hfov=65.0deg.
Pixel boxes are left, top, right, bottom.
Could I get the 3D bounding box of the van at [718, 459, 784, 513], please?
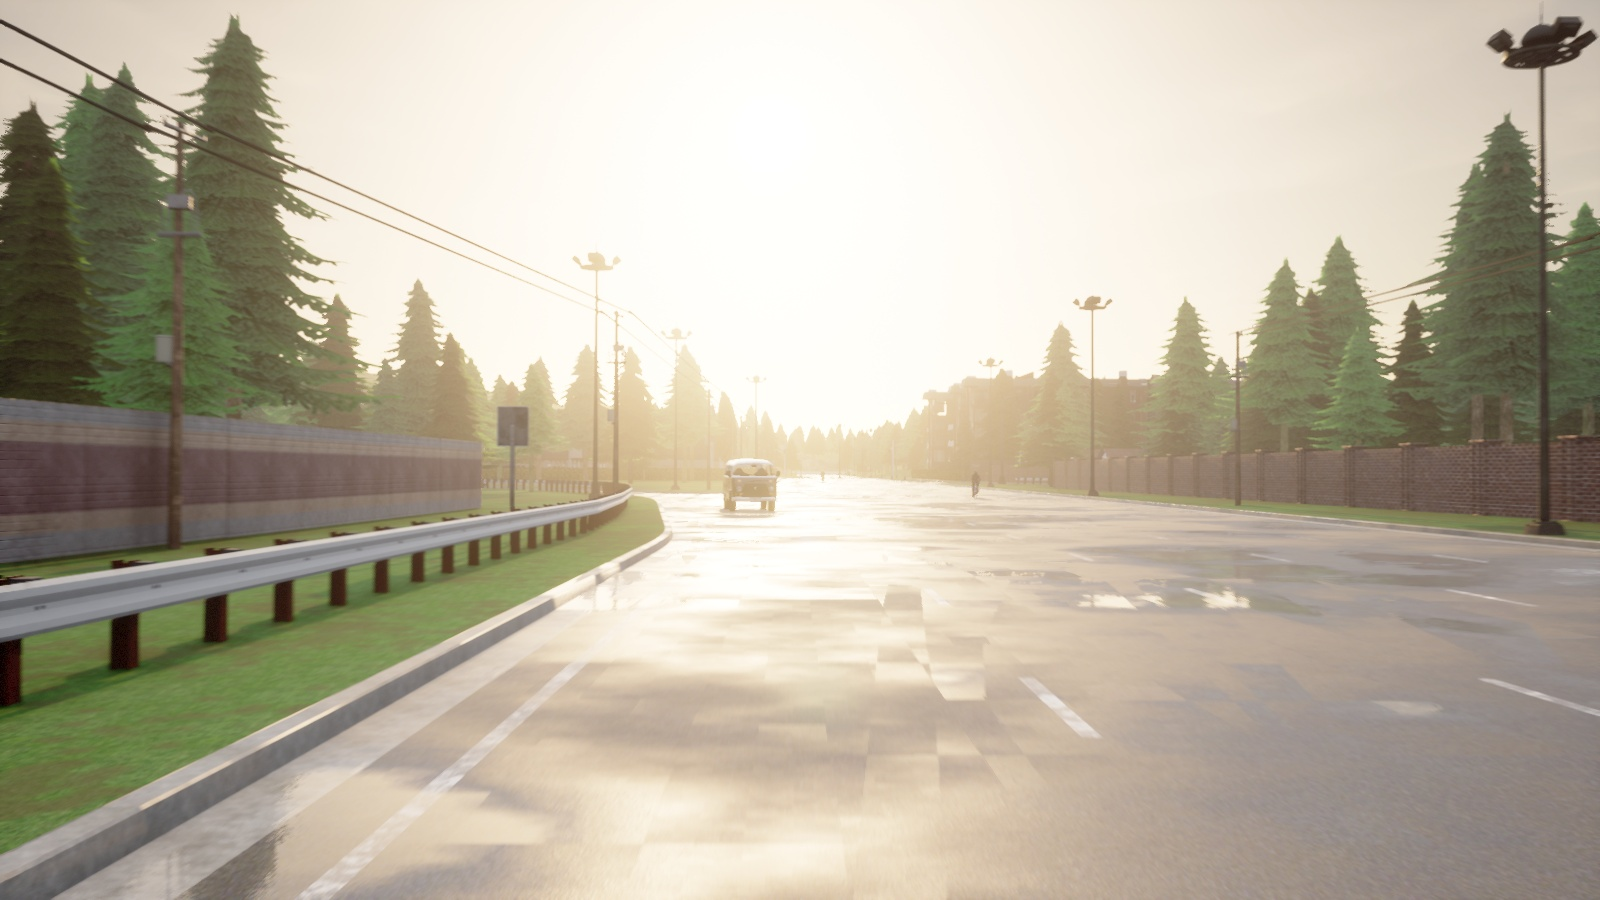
[{"bbox_3d":[-1.987,1.388,49.518,2.069,2.038,4.480,0,-1,-9],"label":"van"}]
